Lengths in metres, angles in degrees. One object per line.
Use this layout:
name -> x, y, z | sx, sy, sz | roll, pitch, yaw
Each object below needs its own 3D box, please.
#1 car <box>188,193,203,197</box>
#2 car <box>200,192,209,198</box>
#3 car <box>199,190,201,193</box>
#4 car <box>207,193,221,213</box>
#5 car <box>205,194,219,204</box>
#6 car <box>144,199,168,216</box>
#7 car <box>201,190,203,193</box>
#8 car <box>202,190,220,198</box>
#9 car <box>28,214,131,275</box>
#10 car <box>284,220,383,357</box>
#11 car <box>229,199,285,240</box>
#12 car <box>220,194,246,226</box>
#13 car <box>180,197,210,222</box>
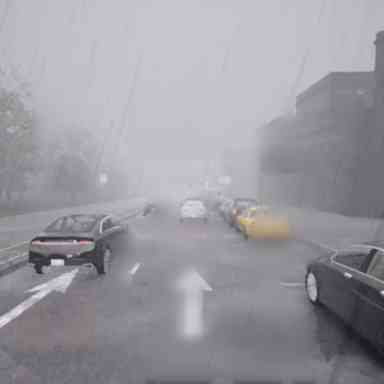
car -> 0.110, 1.205, 41.498 | 1.837, 1.490, 4.892 | 0, 0, 0
car -> 3.224, 0.849, 87.858 | 2.231, 1.521, 4.892 | 0, 0, 0
car -> 3.226, 0.636, 82.366 | 2.435, 2.045, 5.566 | 0, 0, 0
car -> 3.236, 1.206, 38.133 | 2.231, 1.521, 4.892 | 0, 0, 0
car -> 3.233, 1.080, 55.025 | 1.946, 1.575, 5.366 | 0, 0, 0
car -> -3.151, 1.313, 29.544 | 1.812, 1.442, 4.674 | 0, 0, 0
car -> 3.231, 0.920, 60.333 | 2.185, 1.767, 4.553 | 0, 0, 0
car -> 3.234, 0.873, 49.341 | 2.435, 2.045, 5.566 | 0, 0, 0
car -> -3.145, 1.417, 10.202 | 2.128, 1.511, 4.902 | 0, 0, 0
car -> 3.227, 1.444, 4.982 | 2.231, 1.521, 4.892 | 0, 0, 0
car -> 3.233, 1.359, 16.224 | 1.946, 1.575, 5.366 | 0, 0, 0
car -> 3.239, 1.199, 21.532 | 2.185, 1.767, 4.553 | 0, 0, 0
car -> 0.115, 1.349, 24.358 | 1.812, 1.442, 4.674 | 0, 1, 0
